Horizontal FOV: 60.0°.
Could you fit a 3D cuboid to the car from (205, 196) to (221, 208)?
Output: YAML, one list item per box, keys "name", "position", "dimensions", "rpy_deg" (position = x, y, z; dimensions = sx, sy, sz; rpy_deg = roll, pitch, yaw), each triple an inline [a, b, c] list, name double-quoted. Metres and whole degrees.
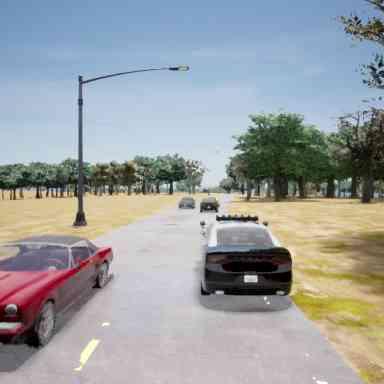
- name: "car"
  position: [2.983, 1.320, 47.174]
  dimensions: [1.882, 1.535, 5.008]
  rpy_deg: [0, 0, 8]

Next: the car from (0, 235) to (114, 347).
- name: "car"
  position: [-3.002, 1.599, 6.430]
  dimensions: [1.895, 1.301, 4.718]
  rpy_deg: [0, 0, 1]

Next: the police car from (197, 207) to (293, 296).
- name: "police car"
  position: [1.168, 1.423, 8.812]
  dimensions: [1.930, 1.638, 5.238]
  rpy_deg: [0, 0, 1]

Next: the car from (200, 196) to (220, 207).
- name: "car"
  position: [1.959, 1.393, 36.799]
  dimensions: [1.882, 1.535, 5.008]
  rpy_deg: [0, 0, 6]

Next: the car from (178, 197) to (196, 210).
- name: "car"
  position: [-0.608, 1.386, 41.754]
  dimensions: [1.837, 1.490, 4.892]
  rpy_deg: [0, 0, 6]
